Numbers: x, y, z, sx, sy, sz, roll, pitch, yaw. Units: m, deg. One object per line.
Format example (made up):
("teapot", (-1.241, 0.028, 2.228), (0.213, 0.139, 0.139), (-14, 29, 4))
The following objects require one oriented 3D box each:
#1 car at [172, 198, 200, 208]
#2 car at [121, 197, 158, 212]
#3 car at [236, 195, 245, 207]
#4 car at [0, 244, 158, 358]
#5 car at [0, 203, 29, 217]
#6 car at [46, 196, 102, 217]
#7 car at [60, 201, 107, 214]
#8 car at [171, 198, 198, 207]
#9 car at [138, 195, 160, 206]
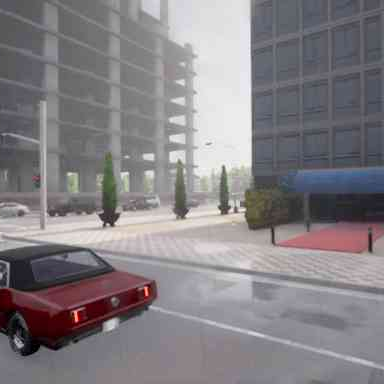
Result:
("car", (-0.889, 1.833, 52.351), (2.033, 1.411, 5.357), (-1, 0, 36))
("car", (-7.110, 1.791, 43.754), (1.837, 1.490, 4.892), (-1, 0, 36))
("car", (9.638, 1.722, 54.661), (1.837, 1.490, 4.892), (-1, 0, 36))
("car", (-2.977, 1.655, 6.111), (4.718, 1.301, 1.895), (-1, 0, 35))
("car", (-18.887, 1.846, 33.426), (1.812, 1.442, 4.674), (-1, 0, 36))
("car", (-12.897, 1.509, 35.751), (2.150, 2.045, 5.566), (-1, 0, 36))
("car", (-13.274, 1.867, 41.200), (2.033, 1.411, 5.357), (-1, 0, 36))
("car", (-1.237, 1.808, 57.807), (2.128, 1.511, 4.902), (-1, 0, 36))
("car", (-7.141, 1.540, 49.689), (2.150, 2.045, 5.566), (-1, 0, 36))
